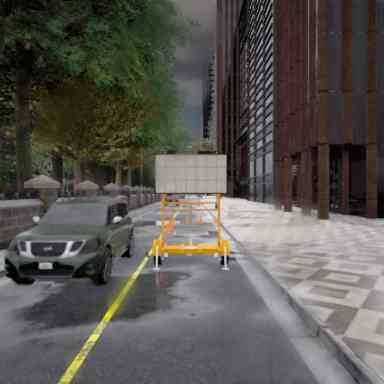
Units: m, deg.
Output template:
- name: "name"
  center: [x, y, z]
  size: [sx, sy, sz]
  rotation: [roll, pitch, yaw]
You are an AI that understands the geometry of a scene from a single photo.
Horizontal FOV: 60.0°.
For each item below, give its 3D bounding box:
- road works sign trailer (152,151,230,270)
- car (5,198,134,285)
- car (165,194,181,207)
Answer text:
- name: "road works sign trailer"
  center: [-0.029, 0.464, 11.017]
  size: [2.380, 3.560, 2.880]
  rotation: [0, 0, 0]
- name: "car"
  center: [-3.127, 1.221, 9.852]
  size: [2.150, 2.045, 5.566]
  rotation: [0, 0, 0]
- name: "car"
  center: [-3.236, 1.184, 52.241]
  size: [2.150, 2.045, 5.566]
  rotation: [0, 0, 0]
